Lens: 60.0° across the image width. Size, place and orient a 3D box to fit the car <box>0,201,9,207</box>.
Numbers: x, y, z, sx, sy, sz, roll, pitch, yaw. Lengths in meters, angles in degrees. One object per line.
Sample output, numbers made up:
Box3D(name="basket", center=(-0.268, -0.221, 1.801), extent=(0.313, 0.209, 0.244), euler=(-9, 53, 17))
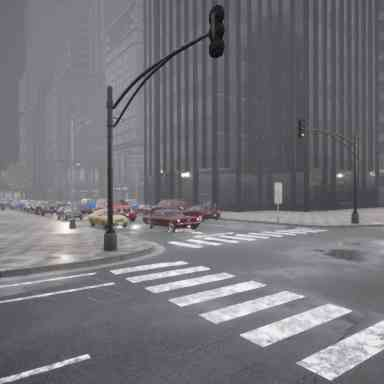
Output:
Box3D(name="car", center=(-44.319, 2.770, 78.102), extent=(1.802, 1.307, 4.206), euler=(-1, 0, -35))

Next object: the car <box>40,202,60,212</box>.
Box3D(name="car", center=(-22.056, 2.274, 51.527), extent=(1.812, 1.442, 4.674), euler=(0, -1, -35))

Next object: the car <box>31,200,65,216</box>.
Box3D(name="car", center=(-17.631, 1.900, 40.495), extent=(2.192, 1.841, 5.009), euler=(-1, 0, -35))

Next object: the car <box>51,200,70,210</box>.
Box3D(name="car", center=(-22.977, 2.270, 58.005), extent=(1.882, 1.535, 5.008), euler=(0, -1, -35))

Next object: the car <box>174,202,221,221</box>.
Box3D(name="car", center=(0.646, 1.828, 29.486), extent=(1.887, 1.381, 4.507), euler=(-1, 0, -35))

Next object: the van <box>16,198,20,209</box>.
Box3D(name="van", center=(-26.114, 2.122, 52.448), extent=(1.690, 1.788, 3.998), euler=(-1, 0, -35))

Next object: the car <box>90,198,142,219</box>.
Box3D(name="car", center=(-7.011, 1.598, 30.161), extent=(2.150, 2.045, 5.566), euler=(0, -1, -35))

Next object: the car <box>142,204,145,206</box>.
Box3D(name="car", center=(-5.232, 2.003, 37.789), extent=(1.802, 1.307, 4.206), euler=(-1, 0, -35))

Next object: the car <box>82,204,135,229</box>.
Box3D(name="car", center=(-6.215, 1.843, 24.420), extent=(1.752, 1.417, 4.829), euler=(-1, 0, -35))

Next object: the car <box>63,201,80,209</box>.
Box3D(name="car", center=(-22.615, 2.405, 62.253), extent=(1.802, 1.307, 4.206), euler=(-1, 0, -35))

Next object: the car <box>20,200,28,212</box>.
Box3D(name="car", center=(-23.284, 2.156, 48.463), extent=(1.967, 1.590, 4.097), euler=(-1, 0, -35))

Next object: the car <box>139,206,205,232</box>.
Box3D(name="car", center=(-1.458, 1.846, 22.337), extent=(1.895, 1.301, 4.718), euler=(0, -1, -35))

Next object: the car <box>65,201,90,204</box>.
Box3D(name="car", center=(-13.067, 2.065, 38.701), extent=(2.033, 1.411, 5.357), euler=(0, -1, -35))

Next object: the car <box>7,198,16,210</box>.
Box3D(name="car", center=(-31.872, 2.353, 60.561), extent=(1.967, 1.590, 4.097), euler=(-1, 0, -35))

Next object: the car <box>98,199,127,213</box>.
Box3D(name="car", center=(-11.118, 1.874, 46.093), extent=(2.192, 1.841, 5.009), euler=(-1, 0, -35))

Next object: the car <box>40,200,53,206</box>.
Box3D(name="car", center=(-34.661, 2.659, 79.223), extent=(1.947, 1.339, 4.313), euler=(-1, 0, -35))

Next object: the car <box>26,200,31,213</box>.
Box3D(name="car", center=(-20.454, 2.195, 44.480), extent=(1.887, 1.381, 4.507), euler=(-1, 0, -35))

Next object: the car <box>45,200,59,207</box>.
Box3D(name="car", center=(-31.649, 2.593, 74.980), extent=(1.947, 1.339, 4.313), euler=(-1, 0, -35))

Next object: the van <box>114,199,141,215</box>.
Box3D(name="van", center=(-8.178, 1.831, 41.941), extent=(1.690, 1.788, 3.998), euler=(-1, 0, -35))

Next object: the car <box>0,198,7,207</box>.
Box3D(name="car", center=(-41.208, 2.665, 73.717), extent=(1.887, 1.381, 4.507), euler=(-1, 0, -35))

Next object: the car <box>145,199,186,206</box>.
Box3D(name="car", center=(-2.299, 1.667, 33.638), extent=(2.192, 1.841, 5.009), euler=(-1, 0, -35))

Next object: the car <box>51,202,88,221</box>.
Box3D(name="car", center=(-11.969, 2.003, 32.527), extent=(2.008, 1.369, 4.403), euler=(-1, 0, -35))
